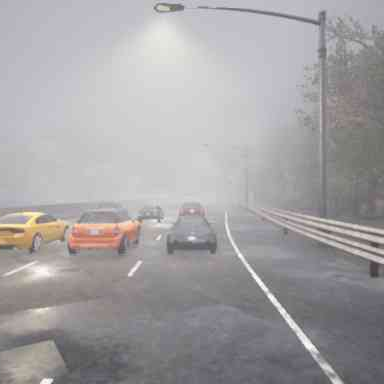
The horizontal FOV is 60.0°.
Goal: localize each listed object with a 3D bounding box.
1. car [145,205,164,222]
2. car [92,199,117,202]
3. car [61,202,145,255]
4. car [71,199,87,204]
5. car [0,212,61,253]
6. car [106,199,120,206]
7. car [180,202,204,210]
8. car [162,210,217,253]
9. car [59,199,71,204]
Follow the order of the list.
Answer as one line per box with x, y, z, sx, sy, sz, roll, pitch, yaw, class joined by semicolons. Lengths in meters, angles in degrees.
-3.501;1.832;28.988;2.033;1.411;5.357;0;-1;0;car
-7.001;1.636;29.068;2.097;1.767;4.553;0;-1;0;car
-3.497;1.486;14.075;2.097;1.767;4.553;0;-1;0;car
-24.506;2.298;73.914;1.812;1.442;4.674;0;-1;0;car
-6.994;1.617;14.483;1.882;1.535;5.008;0;0;0;car
-17.505;2.327;73.915;1.994;1.385;4.181;0;-1;0;car
0.000;1.636;29.078;2.097;1.767;4.553;0;-1;0;car
0.002;1.702;14.290;1.994;1.385;4.181;0;-1;0;car
-28.005;2.298;73.914;1.812;1.442;4.674;0;-1;0;car
